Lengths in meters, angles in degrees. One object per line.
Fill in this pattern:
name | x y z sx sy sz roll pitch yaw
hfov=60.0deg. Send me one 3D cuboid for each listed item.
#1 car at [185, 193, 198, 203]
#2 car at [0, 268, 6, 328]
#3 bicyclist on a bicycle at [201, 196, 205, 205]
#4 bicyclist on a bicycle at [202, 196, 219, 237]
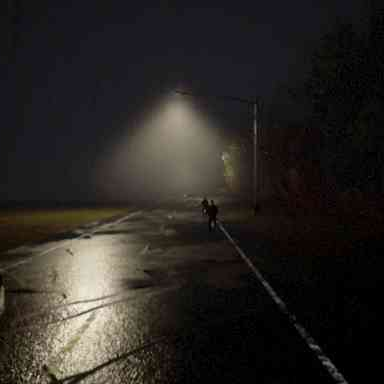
car | 0.098 1.181 55.619 1.895 1.301 4.718 0 0 0
car | -3.601 1.456 2.701 1.882 1.535 5.008 0 0 0
bicyclist on a bicycle | 0.961 1.182 24.895 0.659 1.776 1.843 0 1 0
bicyclist on a bicycle | 0.962 1.250 15.895 0.659 1.776 1.843 0 1 0
